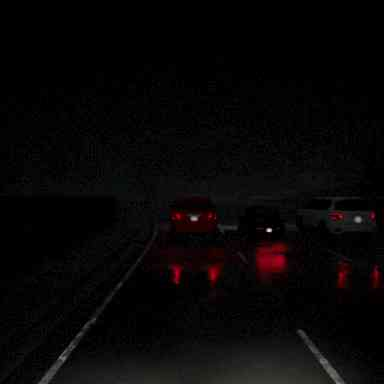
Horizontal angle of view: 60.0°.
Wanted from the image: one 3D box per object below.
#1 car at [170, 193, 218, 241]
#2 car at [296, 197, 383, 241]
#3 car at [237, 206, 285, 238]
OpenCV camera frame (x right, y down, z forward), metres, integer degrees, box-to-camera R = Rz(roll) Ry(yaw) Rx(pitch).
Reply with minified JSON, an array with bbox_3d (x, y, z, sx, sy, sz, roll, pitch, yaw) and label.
[{"bbox_3d":[0.096,1.239,16.908,2.150,2.045,5.566,0,0,0],"label":"car"},{"bbox_3d":[7.096,1.239,16.889,2.150,2.045,5.566,0,0,0],"label":"car"},{"bbox_3d":[3.595,1.523,17.895,1.837,1.490,4.892,0,0,0],"label":"car"}]
